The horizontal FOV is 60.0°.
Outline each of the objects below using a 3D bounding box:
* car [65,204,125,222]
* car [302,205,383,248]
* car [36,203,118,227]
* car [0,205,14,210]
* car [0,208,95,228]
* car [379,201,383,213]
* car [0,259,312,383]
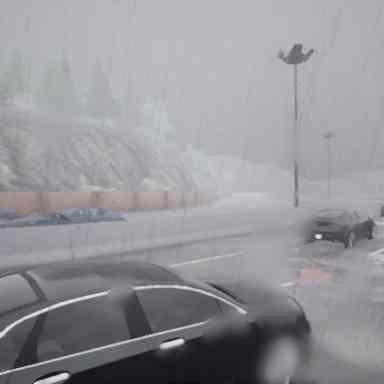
[{"bbox_3d":[-6.976,1.604,21.115,5.357,1.411,2.033,0,0,-42],"label":"car"},{"bbox_3d":[6.609,1.470,14.719,1.837,1.490,4.892,0,0,44],"label":"car"},{"bbox_3d":[-8.345,1.615,24.575,5.357,1.411,2.033,0,0,-43],"label":"car"},{"bbox_3d":[-14.884,1.635,23.654,4.674,1.442,1.812,0,0,-39],"label":"car"},{"bbox_3d":[-7.476,1.659,16.129,4.718,1.301,1.895,0,0,-39],"label":"car"},{"bbox_3d":[18.482,1.421,30.751,1.812,1.442,4.674,0,0,30],"label":"car"},{"bbox_3d":[-0.717,1.513,3.523,4.892,1.490,1.837,0,0,-36],"label":"car"}]
